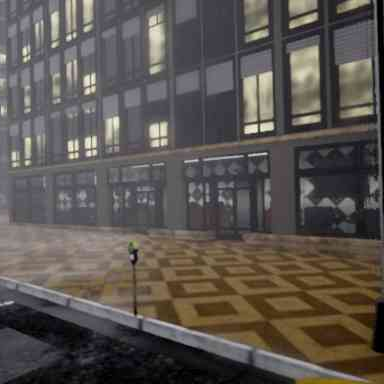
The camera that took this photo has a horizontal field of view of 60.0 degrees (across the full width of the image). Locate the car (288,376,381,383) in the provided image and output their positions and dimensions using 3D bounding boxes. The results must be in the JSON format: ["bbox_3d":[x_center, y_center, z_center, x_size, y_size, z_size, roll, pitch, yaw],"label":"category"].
[{"bbox_3d":[2.306,1.512,1.093,4.829,1.417,1.752,-1,-1,36],"label":"car"}]
